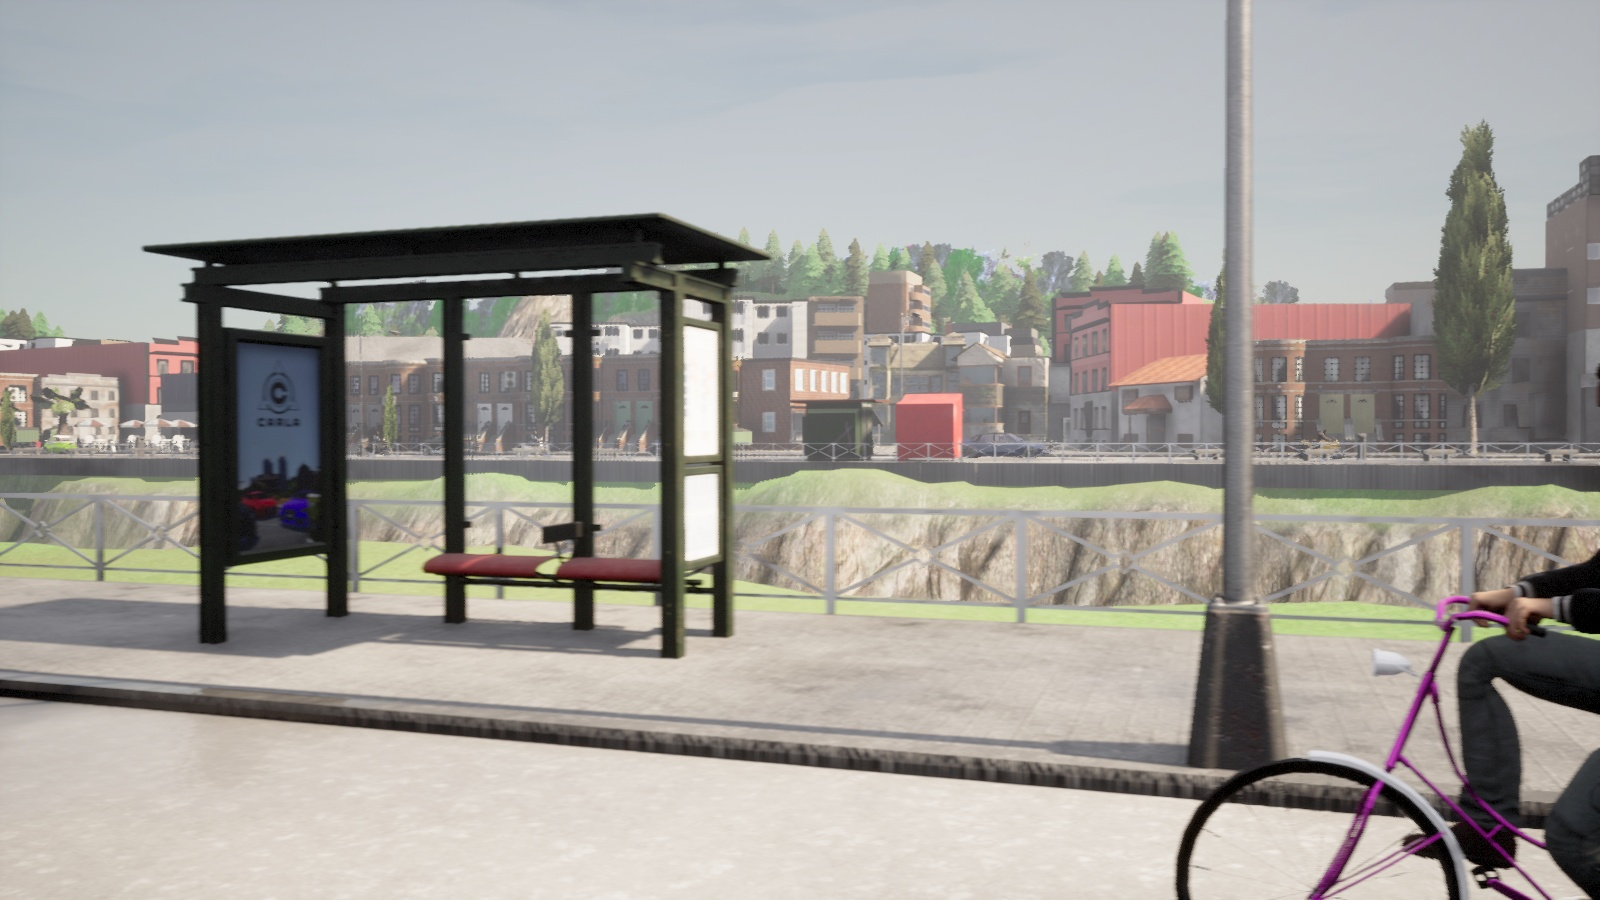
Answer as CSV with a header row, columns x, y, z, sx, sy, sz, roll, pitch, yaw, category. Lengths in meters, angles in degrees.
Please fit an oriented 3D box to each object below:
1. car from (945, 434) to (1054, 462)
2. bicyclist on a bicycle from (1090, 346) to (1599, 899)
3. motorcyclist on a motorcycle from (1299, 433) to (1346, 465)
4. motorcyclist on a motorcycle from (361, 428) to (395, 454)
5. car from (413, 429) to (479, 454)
x,y,z,sx,sy,sz,roll,pitch,yaw,category
10.382,-0.133,65.328,5.357,1.411,2.033,1,1,19,car
1.707,0.653,3.145,1.843,1.776,0.659,1,1,19,bicyclist on a bicycle
25.103,-0.064,60.379,2.044,1.523,0.797,1,1,19,motorcyclist on a motorcycle
-26.084,-0.561,77.583,1.817,1.590,0.866,1,1,19,motorcyclist on a motorcycle
-22.712,-0.572,80.669,3.705,1.549,1.789,1,1,19,car
